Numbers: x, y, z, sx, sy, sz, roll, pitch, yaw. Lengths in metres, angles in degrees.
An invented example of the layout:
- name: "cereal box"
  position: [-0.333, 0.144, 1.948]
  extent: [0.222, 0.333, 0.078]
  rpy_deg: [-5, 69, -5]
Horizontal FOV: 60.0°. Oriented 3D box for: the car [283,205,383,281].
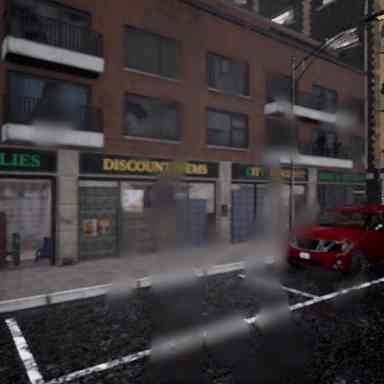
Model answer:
- name: "car"
  position: [4.979, 1.339, 10.111]
  extent: [5.009, 1.841, 2.192]
  rpy_deg: [0, 0, -35]
